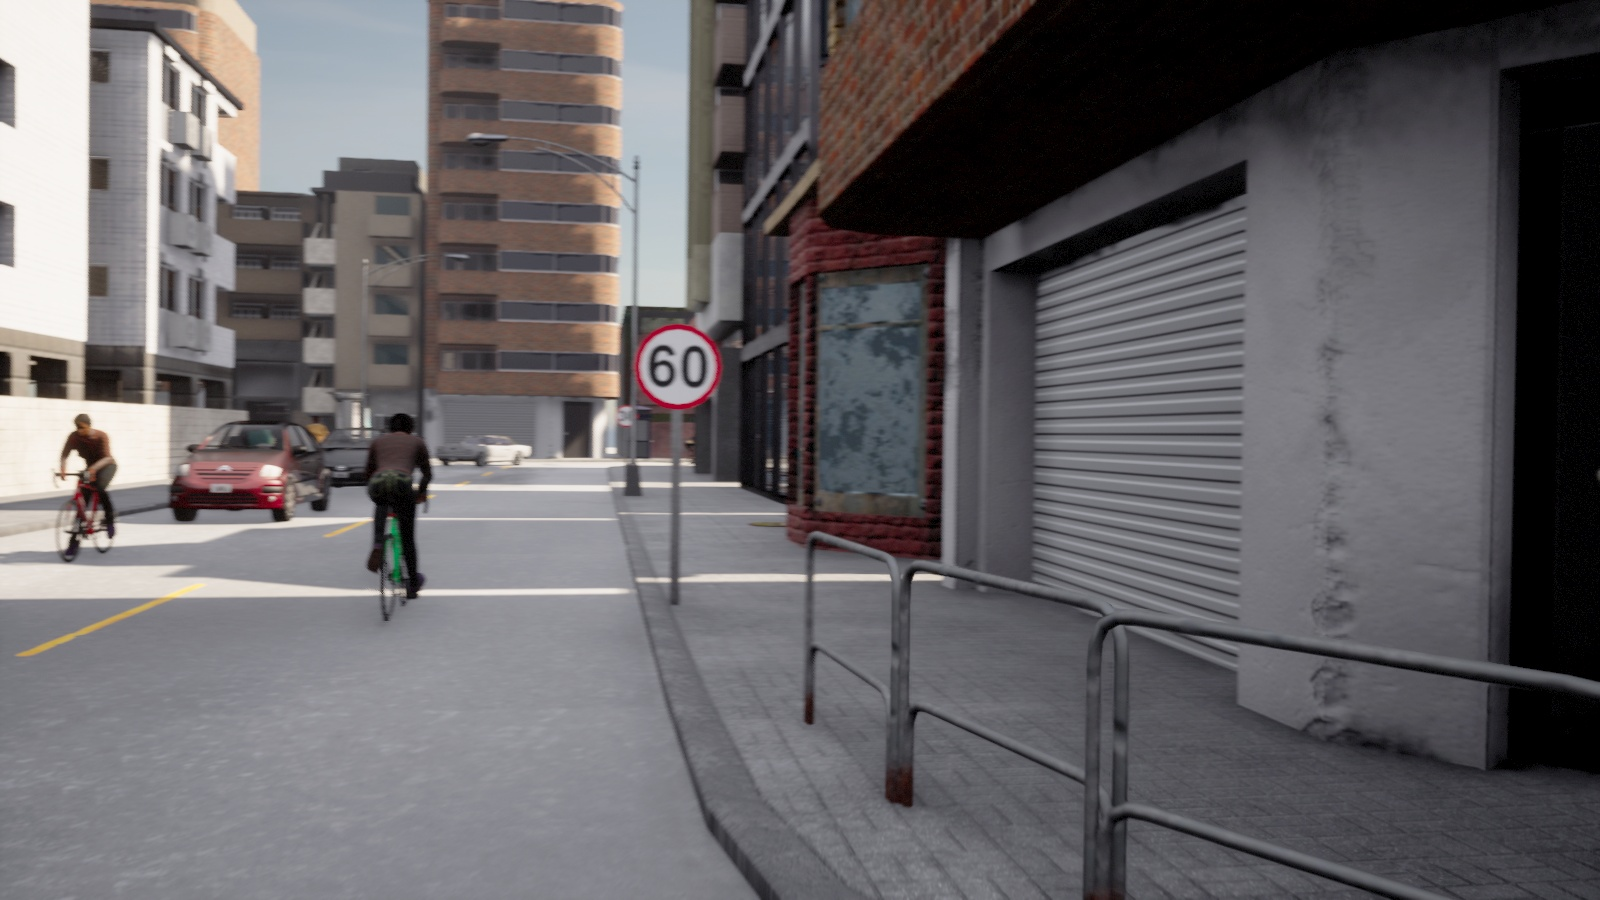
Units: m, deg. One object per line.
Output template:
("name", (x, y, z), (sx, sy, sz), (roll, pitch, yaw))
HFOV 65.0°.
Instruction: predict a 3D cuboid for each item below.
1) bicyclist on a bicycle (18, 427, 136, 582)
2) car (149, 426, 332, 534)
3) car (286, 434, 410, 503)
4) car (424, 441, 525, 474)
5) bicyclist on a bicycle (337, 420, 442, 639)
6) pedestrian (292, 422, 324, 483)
("bicyclist on a bicycle", (-8.020, 0.559, 14.002), (0.582, 1.620, 1.656), (0, 1, -10))
("car", (-9.179, 0.429, 20.951), (1.851, 1.617, 3.988), (0, 1, -10))
("car", (-10.714, 0.378, 30.086), (2.007, 1.525, 4.514), (0, 1, -10))
("car", (-13.713, 0.277, 53.193), (1.895, 1.301, 4.718), (0, 1, 18))
("bicyclist on a bicycle", (-3.276, 0.583, 10.132), (0.582, 1.620, 1.656), (0, 0, -10))
("pedestrian", (-15.132, 0.061, 38.615), (0.874, 1.855, 0.900), (0, 1, -19))
